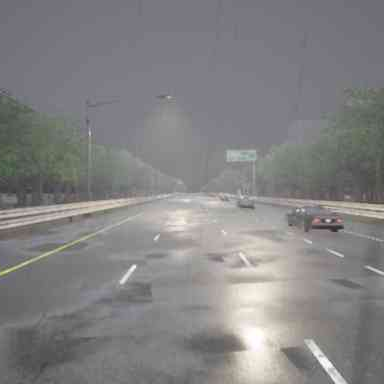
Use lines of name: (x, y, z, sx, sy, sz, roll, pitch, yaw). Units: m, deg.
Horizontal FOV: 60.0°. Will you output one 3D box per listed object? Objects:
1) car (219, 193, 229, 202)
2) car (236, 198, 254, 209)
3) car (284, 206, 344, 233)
car: (7.343, 1.482, 76.071, 1.812, 1.442, 4.674, 0, 0, 0)
car: (7.134, 1.559, 44.988, 1.994, 1.385, 4.181, 0, 0, 0)
car: (7.031, 1.546, 19.666, 2.033, 1.411, 5.357, 0, 0, 0)
